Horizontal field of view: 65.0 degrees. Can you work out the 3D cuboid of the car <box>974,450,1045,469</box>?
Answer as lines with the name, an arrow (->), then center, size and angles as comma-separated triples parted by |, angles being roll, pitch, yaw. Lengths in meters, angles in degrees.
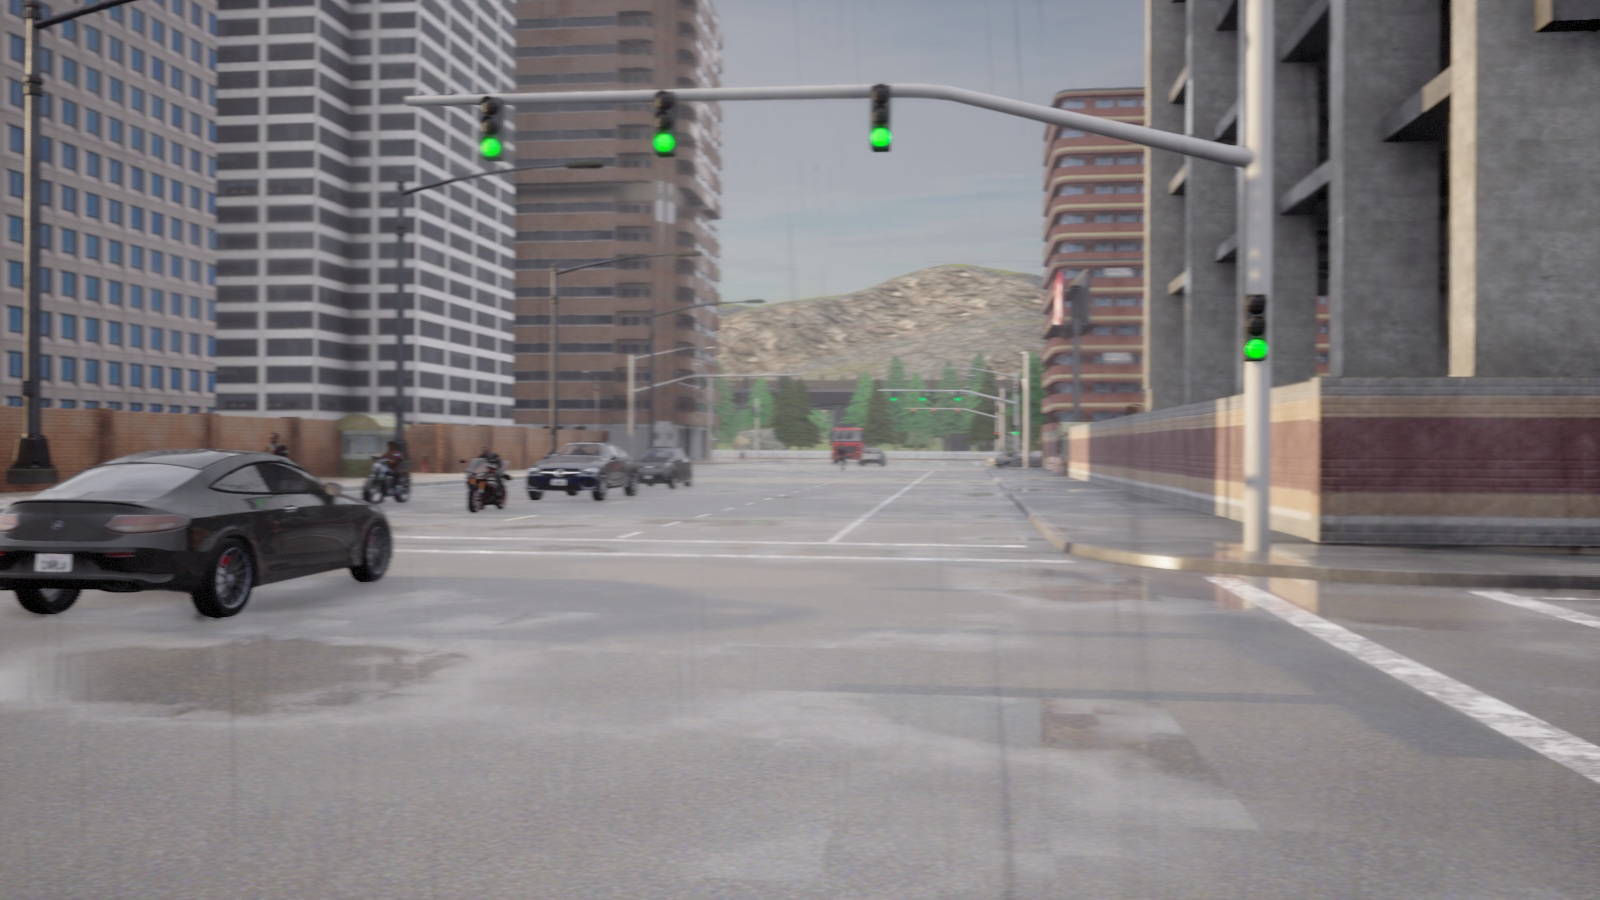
car -> 15.152, 0.674, 90.859 | 4.718, 1.301, 1.895 | 0, 0, -6

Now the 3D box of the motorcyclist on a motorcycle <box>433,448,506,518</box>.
motorcyclist on a motorcycle -> -7.530, 0.718, 28.731 | 0.866, 1.530, 2.191 | 0, 0, 7

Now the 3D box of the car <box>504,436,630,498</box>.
car -> -6.613, 0.447, 36.275 | 2.152, 1.651, 5.027 | 0, 0, 7

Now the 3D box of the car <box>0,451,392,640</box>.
car -> -5.801, 0.742, 12.136 | 1.812, 1.442, 4.674 | 0, 0, 5

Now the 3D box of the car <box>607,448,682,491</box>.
car -> -5.532, 0.666, 45.139 | 1.845, 1.501, 3.633 | 0, 0, 7

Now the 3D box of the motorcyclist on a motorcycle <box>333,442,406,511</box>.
motorcyclist on a motorcycle -> -10.734, 0.626, 31.384 | 0.766, 1.649, 2.350 | 0, 0, 7
